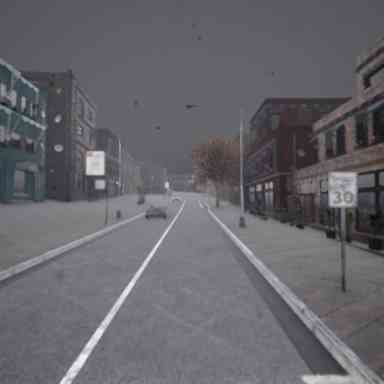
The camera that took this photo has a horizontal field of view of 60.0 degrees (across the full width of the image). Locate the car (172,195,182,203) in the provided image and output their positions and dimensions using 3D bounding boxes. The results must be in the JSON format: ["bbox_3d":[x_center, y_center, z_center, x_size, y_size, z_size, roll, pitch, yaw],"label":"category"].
[{"bbox_3d":[-3.285,1.374,72.130,2.097,1.767,4.553,0,0,0],"label":"car"}]

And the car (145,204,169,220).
[{"bbox_3d":[-3.127,1.753,30.343,1.895,1.301,4.718,0,0,0],"label":"car"}]
